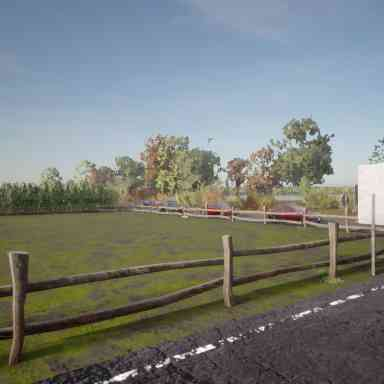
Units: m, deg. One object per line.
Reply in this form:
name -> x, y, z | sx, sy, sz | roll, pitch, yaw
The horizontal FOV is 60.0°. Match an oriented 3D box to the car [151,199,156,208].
car -> -5.744, 2.175, 57.614 | 1.812, 1.442, 4.674 | 0, -1, -17

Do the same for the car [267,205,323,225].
car -> 8.107, 1.756, 26.634 | 1.812, 1.442, 4.674 | -1, 0, -35

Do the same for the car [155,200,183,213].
car -> -2.734, 2.061, 43.151 | 1.994, 1.385, 4.181 | -1, 0, -28

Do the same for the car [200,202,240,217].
car -> 2.818, 1.837, 34.311 | 1.882, 1.535, 5.008 | -1, 0, -34

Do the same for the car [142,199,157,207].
car -> -8.643, 2.255, 67.409 | 2.128, 1.511, 4.902 | 0, 0, -19

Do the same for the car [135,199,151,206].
car -> -8.842, 1.949, 57.112 | 1.994, 1.385, 4.181 | 0, -1, -15

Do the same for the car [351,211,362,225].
car -> 13.825, 1.631, 23.613 | 1.837, 1.490, 4.892 | -1, 0, -35
